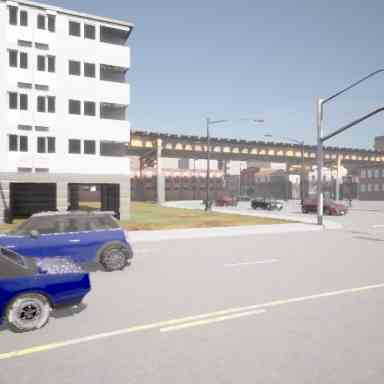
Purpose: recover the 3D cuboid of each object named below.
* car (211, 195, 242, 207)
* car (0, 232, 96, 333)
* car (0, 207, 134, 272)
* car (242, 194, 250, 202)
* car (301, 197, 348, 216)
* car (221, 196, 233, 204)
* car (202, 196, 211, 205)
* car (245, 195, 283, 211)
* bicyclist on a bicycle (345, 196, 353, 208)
[{"bbox_3d":[5.151,1.474,50.604,1.882,1.535,5.008,0,0,-21],"label":"car"},{"bbox_3d":[-4.218,1.601,5.375,4.718,1.301,1.895,0,0,-31],"label":"car"},{"bbox_3d":[-4.063,1.352,9.441,4.553,1.767,2.097,0,0,-29],"label":"car"},{"bbox_3d":[11.879,1.520,75.701,2.128,1.511,4.902,0,0,41],"label":"car"},{"bbox_3d":[13.110,1.349,33.080,2.097,1.767,4.553,0,0,-25],"label":"car"},{"bbox_3d":[6.628,1.487,63.606,2.128,1.511,4.902,0,0,6],"label":"car"},{"bbox_3d":[2.889,1.501,60.638,1.837,1.490,4.892,0,0,-1],"label":"car"},{"bbox_3d":[9.244,1.488,41.354,2.128,1.511,4.902,0,0,-25],"label":"car"},{"bbox_3d":[20.436,1.298,43.310,1.656,1.620,0.582,0,0,-25],"label":"bicyclist on a bicycle"}]
